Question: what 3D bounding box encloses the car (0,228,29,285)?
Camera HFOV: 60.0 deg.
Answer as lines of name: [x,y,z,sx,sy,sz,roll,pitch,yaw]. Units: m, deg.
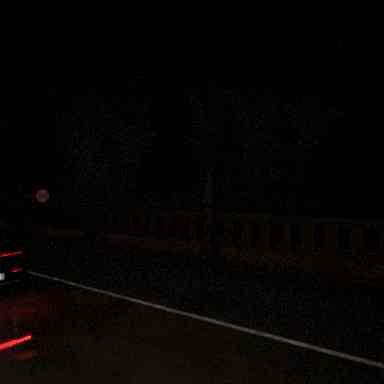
car: [-5.954,1.482,8.235,4.892,1.490,1.837,1,1,36]
